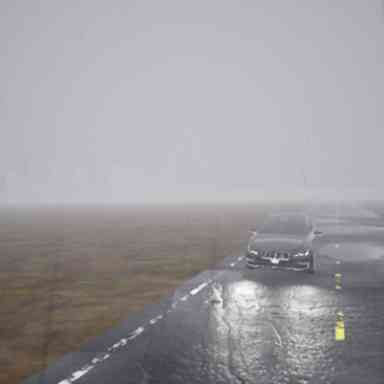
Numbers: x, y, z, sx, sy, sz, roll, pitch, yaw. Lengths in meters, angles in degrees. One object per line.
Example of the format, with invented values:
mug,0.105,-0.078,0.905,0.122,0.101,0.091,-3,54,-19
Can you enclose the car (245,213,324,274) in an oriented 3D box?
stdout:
car,3.083,1.493,10.755,1.837,1.490,4.892,-1,1,23
